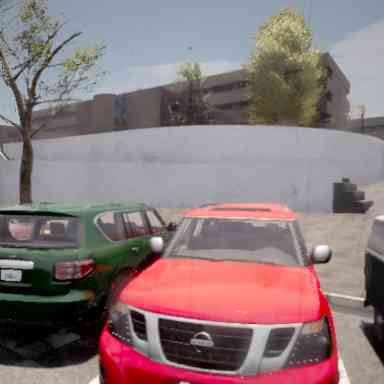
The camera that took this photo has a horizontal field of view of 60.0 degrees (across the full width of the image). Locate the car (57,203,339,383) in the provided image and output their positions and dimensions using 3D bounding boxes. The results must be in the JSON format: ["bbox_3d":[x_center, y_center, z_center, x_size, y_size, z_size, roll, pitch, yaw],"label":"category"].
[{"bbox_3d":[0.757,1.233,5.215,2.435,2.045,5.566,1,-1,15],"label":"car"}]

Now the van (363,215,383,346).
[{"bbox_3d":[3.197,1.260,3.404,1.878,1.987,4.442,1,-1,15],"label":"van"}]

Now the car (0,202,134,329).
[{"bbox_3d":[-1.707,1.231,6.990,2.435,2.045,5.566,0,-1,15],"label":"car"}]
